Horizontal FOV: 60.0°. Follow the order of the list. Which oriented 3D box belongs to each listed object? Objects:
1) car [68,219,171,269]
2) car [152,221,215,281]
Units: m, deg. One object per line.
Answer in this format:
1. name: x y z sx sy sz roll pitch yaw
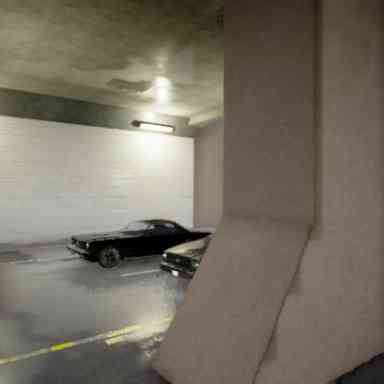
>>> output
1. car: -1.671 1.625 11.393 4.718 1.301 1.895 0 0 -35
2. car: 1.767 1.579 9.544 5.357 1.411 2.033 0 0 -35
